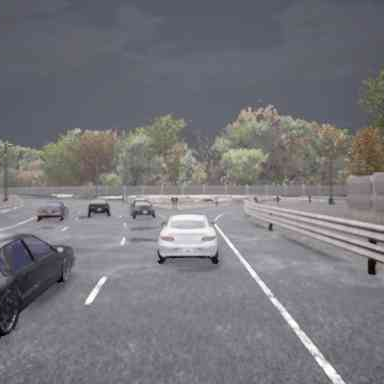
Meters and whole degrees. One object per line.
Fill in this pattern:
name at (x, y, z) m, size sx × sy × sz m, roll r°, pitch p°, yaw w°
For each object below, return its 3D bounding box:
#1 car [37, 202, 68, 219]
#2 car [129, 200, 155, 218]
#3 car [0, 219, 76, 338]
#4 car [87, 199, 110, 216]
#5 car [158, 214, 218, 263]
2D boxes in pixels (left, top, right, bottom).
car at (-10.861, 1.457, 26.143) m, size 2.033 × 1.411 × 5.357 m, roll 0°, pitch 0°, yaw -16°
car at (-4.292, 1.415, 28.382) m, size 1.812 × 1.442 × 4.674 m, roll 0°, pitch 0°, yaw -15°
car at (-3.838, 1.527, 6.447) m, size 2.033 × 1.411 × 5.357 m, roll 0°, pitch 0°, yaw -5°
car at (-8.738, 1.363, 31.074) m, size 1.882 × 1.535 × 5.008 m, roll 0°, pitch 0°, yaw -17°
car at (-0.133, 1.477, 11.657) m, size 1.812 × 1.442 × 4.674 m, roll 0°, pitch 0°, yaw -1°
